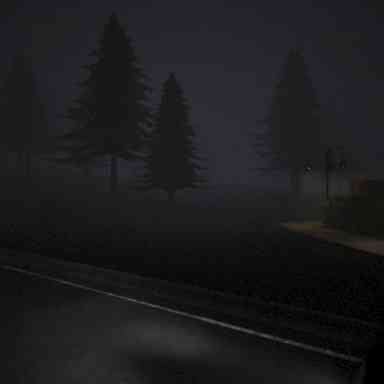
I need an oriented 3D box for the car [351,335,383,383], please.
[{"bbox_3d":[3.343,1.601,1.595,4.718,1.301,1.895,0,0,36],"label":"car"}]
